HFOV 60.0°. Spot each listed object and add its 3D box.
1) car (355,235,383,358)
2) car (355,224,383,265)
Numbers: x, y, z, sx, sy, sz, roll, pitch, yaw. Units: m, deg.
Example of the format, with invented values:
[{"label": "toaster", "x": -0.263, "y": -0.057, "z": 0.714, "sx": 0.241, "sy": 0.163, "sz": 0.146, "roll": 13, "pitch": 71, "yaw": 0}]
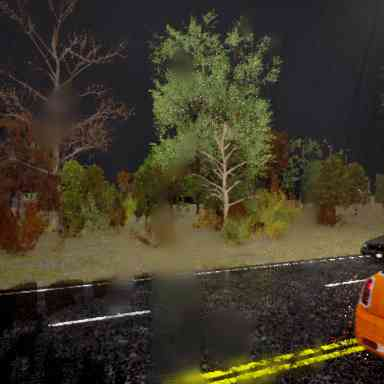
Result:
[{"label": "car", "x": 4.467, "y": 1.357, "z": 4.390, "sx": 4.553, "sy": 1.767, "sz": 2.097, "roll": 0, "pitch": 0, "yaw": -23}, {"label": "car", "x": 9.640, "y": 2.061, "z": 13.887, "sx": 5.357, "sy": 1.411, "sz": 2.033, "roll": 0, "pitch": -3, "yaw": -23}]
